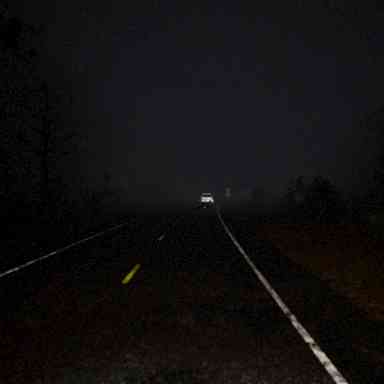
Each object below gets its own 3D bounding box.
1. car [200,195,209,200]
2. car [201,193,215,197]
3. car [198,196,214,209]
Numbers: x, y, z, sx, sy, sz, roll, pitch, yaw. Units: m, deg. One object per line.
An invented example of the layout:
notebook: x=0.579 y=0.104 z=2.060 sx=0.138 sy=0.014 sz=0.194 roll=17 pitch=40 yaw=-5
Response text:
car: x=3.521 y=1.526 z=92.629 sx=1.812 sy=1.442 sz=4.674 roll=0 pitch=0 yaw=8
car: x=2.538 y=1.239 z=55.155 sx=2.150 sy=2.045 sz=5.566 roll=0 pitch=0 yaw=5
car: x=1.783 y=1.619 z=44.401 sx=1.895 sy=1.301 sz=4.718 roll=0 pitch=0 yaw=4
